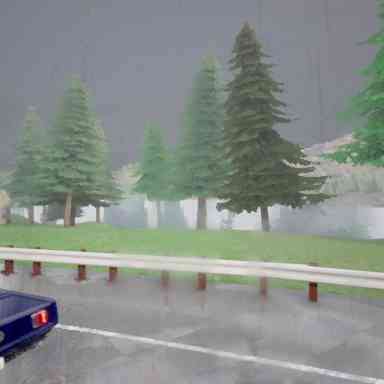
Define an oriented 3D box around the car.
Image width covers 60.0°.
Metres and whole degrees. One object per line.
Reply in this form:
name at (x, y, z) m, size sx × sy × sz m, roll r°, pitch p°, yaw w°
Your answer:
car at (-4.240, 1.604, 4.264) m, size 4.718 × 1.301 × 1.895 m, roll 0°, pitch 0°, yaw 18°
